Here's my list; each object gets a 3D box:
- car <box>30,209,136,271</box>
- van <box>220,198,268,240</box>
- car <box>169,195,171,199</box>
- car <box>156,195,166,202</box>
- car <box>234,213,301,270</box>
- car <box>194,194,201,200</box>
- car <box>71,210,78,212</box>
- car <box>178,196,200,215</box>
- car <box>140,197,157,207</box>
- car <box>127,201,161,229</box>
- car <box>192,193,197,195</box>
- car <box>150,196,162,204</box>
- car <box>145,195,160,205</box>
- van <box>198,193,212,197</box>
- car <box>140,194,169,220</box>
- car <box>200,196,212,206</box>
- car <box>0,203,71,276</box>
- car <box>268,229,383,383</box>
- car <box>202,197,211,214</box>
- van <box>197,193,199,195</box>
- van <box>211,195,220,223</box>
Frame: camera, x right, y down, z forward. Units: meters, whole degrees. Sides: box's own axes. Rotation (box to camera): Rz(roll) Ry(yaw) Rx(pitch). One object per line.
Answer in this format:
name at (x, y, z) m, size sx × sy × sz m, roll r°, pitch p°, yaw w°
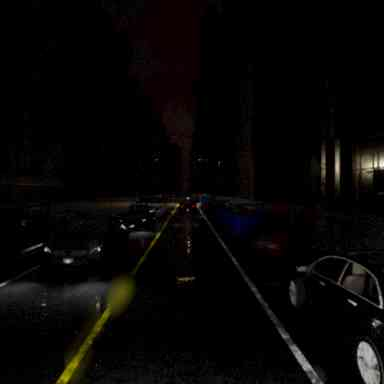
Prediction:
car at (-3.239, 1.511, 10.959) m, size 1.812 × 1.442 × 4.674 m, roll 0°, pitch 0°, yaw -1°
van at (2.545, 1.295, 16.264) m, size 1.690 × 1.788 × 3.998 m, roll 0°, pitch 0°, yaw -1°
car at (-6.995, 1.419, 84.256) m, size 1.887 × 1.381 × 4.507 m, roll 0°, pitch 0°, yaw -1°
car at (-6.823, 1.415, 72.731) m, size 1.752 × 1.417 × 4.829 m, roll 0°, pitch 0°, yaw -1°
car at (2.630, 1.548, 10.587) m, size 1.802 × 1.307 × 4.206 m, roll 0°, pitch 0°, yaw -1°
car at (1.444, 1.383, 90.064) m, size 1.887 × 1.381 × 4.507 m, roll 0°, pitch 0°, yaw -1°
car at (-5.979, 1.565, 16.135) m, size 1.802 × 1.307 × 4.206 m, roll 0°, pitch 0°, yaw -1°
car at (-0.411, 1.458, 32.911) m, size 1.812 × 1.442 × 4.674 m, roll 0°, pitch 0°, yaw -1°
car at (-6.487, 1.476, 50.195) m, size 2.008 × 1.369 × 4.403 m, roll 0°, pitch 0°, yaw -1°
car at (-3.387, 1.511, 21.335) m, size 2.033 × 1.411 × 5.357 m, roll 0°, pitch 0°, yaw -1°
car at (1.697, 1.175, 73.032) m, size 2.192 × 1.841 × 5.009 m, roll 0°, pitch 0°, yaw -1°
car at (-6.654, 1.433, 61.378) m, size 1.752 × 1.417 × 4.829 m, roll 0°, pitch 0°, yaw -1°
car at (-6.572, 1.356, 55.872) m, size 1.967 × 1.590 × 4.097 m, roll 0°, pitch 0°, yaw -1°
van at (2.121, 1.246, 44.648) m, size 1.690 × 1.788 × 3.998 m, roll 0°, pitch 0°, yaw -1°
car at (-3.395, 1.278, 28.102) m, size 2.150 × 2.045 × 5.566 m, roll 0°, pitch 0°, yaw -1°
car at (2.206, 1.495, 38.971) m, size 1.802 × 1.307 × 4.206 m, roll 0°, pitch 0°, yaw -1°
car at (-5.894, 1.310, 10.457) m, size 2.192 × 1.841 × 5.009 m, roll 0°, pitch 0°, yaw -1°
car at (2.715, 1.530, 4.910) m, size 2.008 × 1.369 × 4.403 m, roll 0°, pitch 0°, yaw -1°
car at (2.291, 1.504, 33.294) m, size 1.802 × 1.307 × 4.206 m, roll 0°, pitch 0°, yaw -1°
van at (2.036, 1.237, 50.325) m, size 1.690 × 1.788 × 3.998 m, roll 0°, pitch 0°, yaw -1°
van at (2.460, 1.283, 21.940) m, size 1.690 × 1.788 × 3.998 m, roll 0°, pitch 0°, yaw -1°
